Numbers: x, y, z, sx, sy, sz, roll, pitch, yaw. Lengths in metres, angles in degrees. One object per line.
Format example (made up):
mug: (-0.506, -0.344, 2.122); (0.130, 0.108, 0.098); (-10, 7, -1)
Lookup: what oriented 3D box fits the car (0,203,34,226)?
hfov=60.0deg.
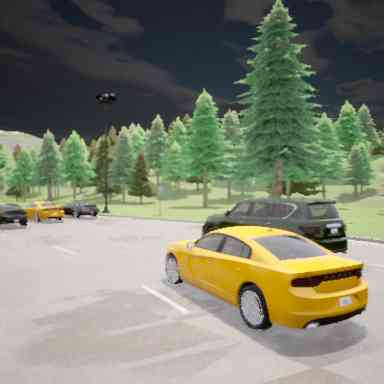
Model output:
car: (-12.827, 1.549, 22.498); (4.892, 1.490, 1.837); (0, 0, 42)

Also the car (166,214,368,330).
car: (1.105, 1.482, 7.141); (1.882, 1.535, 5.008); (0, 0, -29)

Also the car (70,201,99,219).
car: (-10.272, 1.538, 29.625); (4.902, 1.511, 2.128); (0, 0, 41)

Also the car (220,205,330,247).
car: (3.781, 1.500, 16.089); (2.128, 1.511, 4.902); (0, 0, -37)

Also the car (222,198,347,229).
car: (2.633, 1.228, 11.875); (2.150, 2.045, 5.566); (0, 0, -34)

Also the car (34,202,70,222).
car: (-12.161, 1.525, 26.636); (5.008, 1.535, 1.882); (0, 0, 41)
